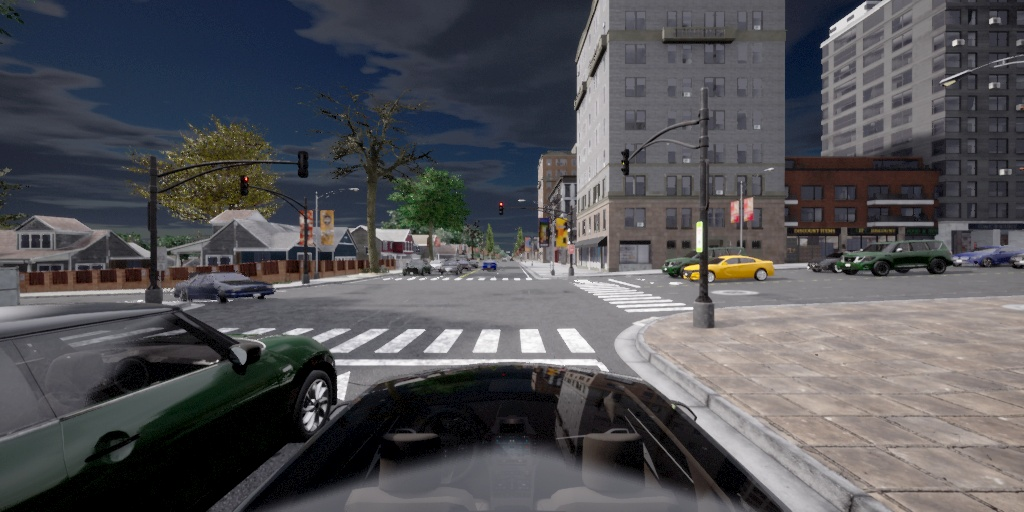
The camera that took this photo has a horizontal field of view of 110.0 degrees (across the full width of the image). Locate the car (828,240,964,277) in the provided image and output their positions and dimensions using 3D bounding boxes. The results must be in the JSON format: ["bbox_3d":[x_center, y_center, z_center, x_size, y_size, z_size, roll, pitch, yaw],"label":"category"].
[{"bbox_3d":[23.122,0.099,21.752,5.566,2.045,2.150,-2,0,0],"label":"car"}]

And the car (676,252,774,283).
[{"bbox_3d":[13.026,0.741,21.721,5.008,1.535,1.882,-2,0,-1],"label":"car"}]

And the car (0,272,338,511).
[{"bbox_3d":[-3.151,1.102,2.490,2.097,1.767,4.553,0,0,0],"label":"car"}]

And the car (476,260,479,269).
[{"bbox_3d":[-6.613,1.321,59.621,1.837,1.490,4.892,0,0,0],"label":"car"}]

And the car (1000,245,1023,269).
[{"bbox_3d":[33.374,0.023,21.778,4.674,1.442,1.812,-2,0,0],"label":"car"}]

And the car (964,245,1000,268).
[{"bbox_3d":[33.544,0.006,25.031,4.674,1.442,1.812,-2,0,0],"label":"car"}]

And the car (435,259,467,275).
[{"bbox_3d":[-6.610,1.262,39.557,2.128,1.511,4.902,0,0,0],"label":"car"}]

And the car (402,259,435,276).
[{"bbox_3d":[-9.861,1.120,37.480,2.097,1.767,4.553,0,0,0],"label":"car"}]

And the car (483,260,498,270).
[{"bbox_3d":[-3.176,1.272,52.240,1.882,1.535,5.008,0,0,0],"label":"car"}]

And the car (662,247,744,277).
[{"bbox_3d":[13.445,0.458,24.970,5.566,2.045,2.150,-2,0,0],"label":"car"}]

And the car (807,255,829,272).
[{"bbox_3d":[23.412,0.361,25.004,4.892,1.490,1.837,-2,0,0],"label":"car"}]

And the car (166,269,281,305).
[{"bbox_3d":[-13.671,1.461,16.951,5.357,1.411,2.033,-3,-1,25],"label":"car"}]

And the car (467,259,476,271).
[{"bbox_3d":[-6.619,1.335,49.275,2.033,1.411,5.357,0,0,0],"label":"car"}]
